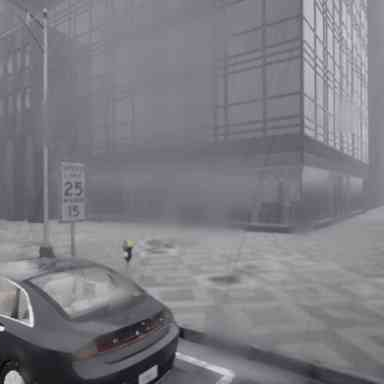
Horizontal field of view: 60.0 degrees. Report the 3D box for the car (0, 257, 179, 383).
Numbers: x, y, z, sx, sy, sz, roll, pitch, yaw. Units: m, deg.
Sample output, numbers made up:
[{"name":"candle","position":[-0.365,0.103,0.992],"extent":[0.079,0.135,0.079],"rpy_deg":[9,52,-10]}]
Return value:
[{"name":"car","position":[-2.210,1.591,4.539],"extent":[4.403,1.369,2.008],"rpy_deg":[-1,0,36]}]
